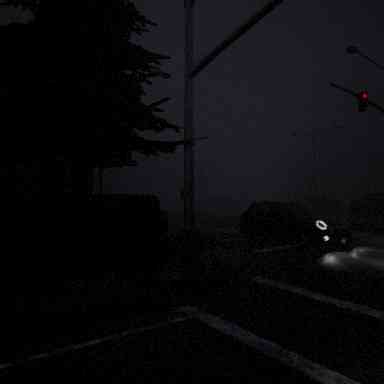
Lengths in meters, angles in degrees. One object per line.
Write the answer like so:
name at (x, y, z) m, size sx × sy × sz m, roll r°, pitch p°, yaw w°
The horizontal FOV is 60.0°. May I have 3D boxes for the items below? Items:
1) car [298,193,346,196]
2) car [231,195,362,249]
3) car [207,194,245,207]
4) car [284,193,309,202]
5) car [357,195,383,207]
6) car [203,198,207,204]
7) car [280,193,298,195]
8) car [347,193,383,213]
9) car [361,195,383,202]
car at (16.088, 1.093, 41.378) m, size 1.932 × 1.855 × 4.605 m, roll 0°, pitch 0°, yaw -36°
car at (4.063, 1.159, 13.647) m, size 2.097 × 1.767 × 4.553 m, roll 0°, pitch 0°, yaw -37°
car at (4.596, 1.294, 45.420) m, size 2.007 × 1.523 × 4.514 m, roll 0°, pitch 0°, yaw -36°
car at (20.919, 1.090, 66.839) m, size 1.932 × 1.855 × 4.605 m, roll 0°, pitch 0°, yaw -36°
car at (26.597, 1.292, 48.104) m, size 2.007 × 1.523 × 4.514 m, roll 0°, pitch 0°, yaw -36°
car at (3.431, 1.228, 53.278) m, size 1.970 × 1.475 × 3.806 m, roll 0°, pitch 0°, yaw -36°
car at (18.806, 1.070, 64.802) m, size 1.905 × 1.878 × 3.866 m, roll 0°, pitch 0°, yaw -36°
car at (18.038, 1.073, 33.077) m, size 1.905 × 1.878 × 3.866 m, roll 0°, pitch 0°, yaw -36°
car at (37.990, 1.375, 69.863) m, size 1.970 × 1.475 × 3.806 m, roll 0°, pitch 0°, yaw -36°
